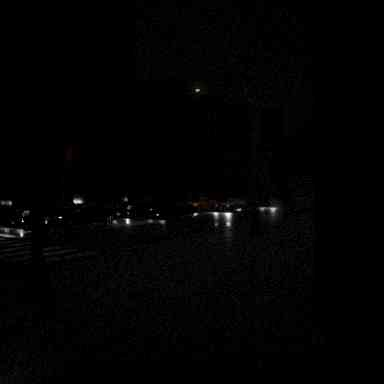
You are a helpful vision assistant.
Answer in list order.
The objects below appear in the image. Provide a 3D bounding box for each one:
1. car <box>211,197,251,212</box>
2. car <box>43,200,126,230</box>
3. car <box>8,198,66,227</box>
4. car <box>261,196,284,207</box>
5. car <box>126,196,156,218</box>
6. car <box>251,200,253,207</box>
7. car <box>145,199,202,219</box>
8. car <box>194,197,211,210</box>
[{"bbox_3d":[4.358,1.388,36.680,1.812,1.442,4.674,0,0,35],"label":"car"},{"bbox_3d":[-6.850,1.436,20.864,2.128,1.511,4.902,0,0,35],"label":"car"},{"bbox_3d":[-9.763,1.305,22.371,2.097,1.767,4.553,0,0,35],"label":"car"},{"bbox_3d":[11.351,1.317,46.471,1.837,1.490,4.892,0,0,36],"label":"car"},{"bbox_3d":[-4.732,1.268,29.478,2.097,1.767,4.553,0,0,35],"label":"car"},{"bbox_3d":[6.710,1.396,45.586,1.994,1.385,4.181,0,0,35],"label":"car"},{"bbox_3d":[-1.494,1.507,28.429,1.895,1.301,4.718,0,0,35],"label":"car"},{"bbox_3d":[0.905,1.353,37.431,1.882,1.535,5.008,0,0,36],"label":"car"}]
